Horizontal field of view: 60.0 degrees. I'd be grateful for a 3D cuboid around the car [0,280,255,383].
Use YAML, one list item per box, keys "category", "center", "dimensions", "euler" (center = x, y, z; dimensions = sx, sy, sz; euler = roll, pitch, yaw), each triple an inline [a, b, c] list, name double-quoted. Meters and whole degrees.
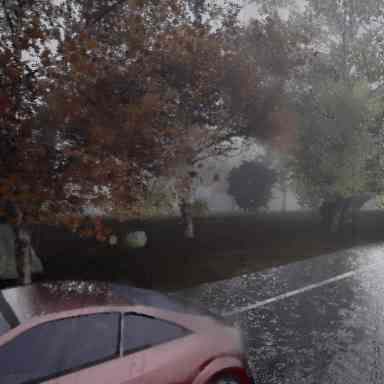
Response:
- category: "car"
  center: [-1.442, 1.574, 2.793]
  dimensions: [4.181, 1.385, 1.994]
  euler: [0, 0, -37]
